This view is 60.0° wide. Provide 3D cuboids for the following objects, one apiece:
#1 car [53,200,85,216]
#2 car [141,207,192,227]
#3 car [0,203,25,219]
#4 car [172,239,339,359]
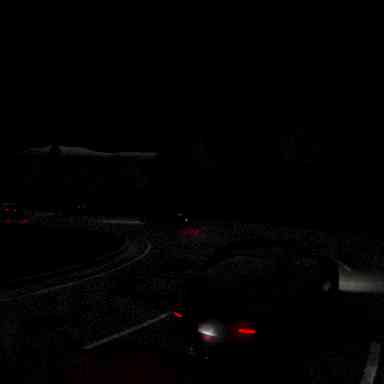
[{"bbox_3d":[-15.908,2.002,42.877,5.566,2.045,2.150,-1,-1,44],"label":"car"},{"bbox_3d":[-2.114,1.908,26.312,2.128,1.511,4.902,1,-1,-45],"label":"car"},{"bbox_3d":[-20.821,2.097,37.929,4.553,1.767,2.097,-1,-1,44],"label":"car"},{"bbox_3d":[1.450,1.612,6.208,1.812,1.442,4.674,0,-1,33],"label":"car"}]
